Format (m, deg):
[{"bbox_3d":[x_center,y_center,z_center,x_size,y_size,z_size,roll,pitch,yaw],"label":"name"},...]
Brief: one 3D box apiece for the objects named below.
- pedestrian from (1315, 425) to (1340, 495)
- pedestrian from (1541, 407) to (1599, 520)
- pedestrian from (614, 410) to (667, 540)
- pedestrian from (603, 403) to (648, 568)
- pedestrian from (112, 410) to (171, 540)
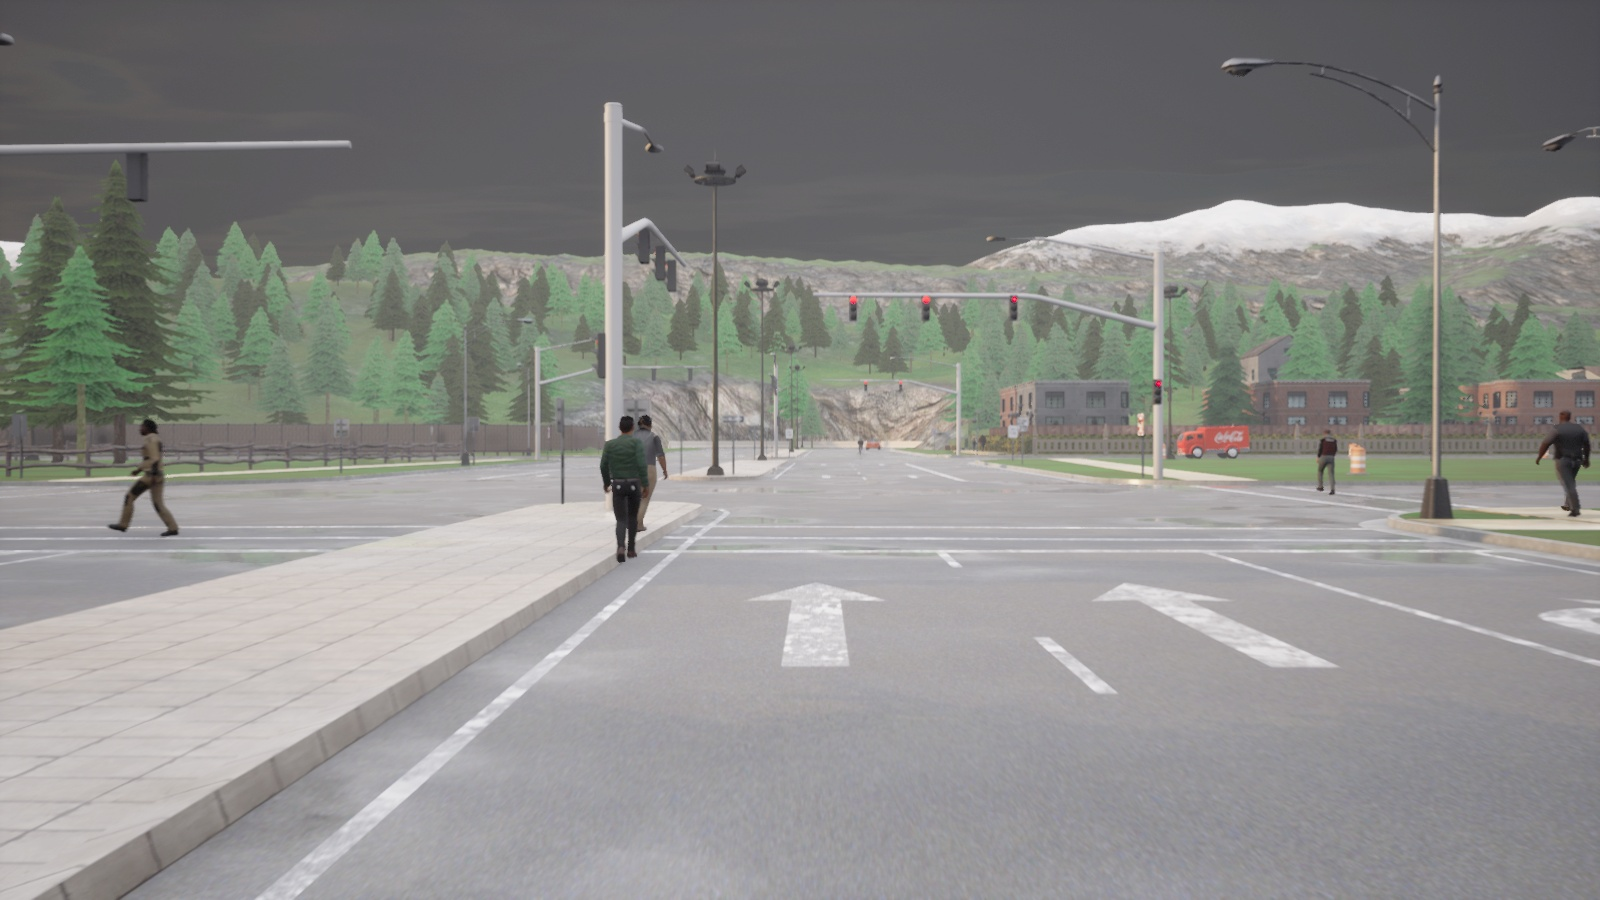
[{"bbox_3d":[14.154,0.271,33.723,0.376,1.854,0.720,0,0,2],"label":"pedestrian"},{"bbox_3d":[13.108,0.218,21.364,0.563,1.883,0.849,0,0,8],"label":"pedestrian"},{"bbox_3d":[-2.300,0.350,18.157,0.540,1.848,0.694,0,0,14],"label":"pedestrian"},{"bbox_3d":[-2.107,0.415,15.181,0.423,1.949,0.788,0,0,1],"label":"pedestrian"},{"bbox_3d":[-9.917,0.376,18.927,0.692,1.930,0.396,0,0,-8],"label":"pedestrian"}]
